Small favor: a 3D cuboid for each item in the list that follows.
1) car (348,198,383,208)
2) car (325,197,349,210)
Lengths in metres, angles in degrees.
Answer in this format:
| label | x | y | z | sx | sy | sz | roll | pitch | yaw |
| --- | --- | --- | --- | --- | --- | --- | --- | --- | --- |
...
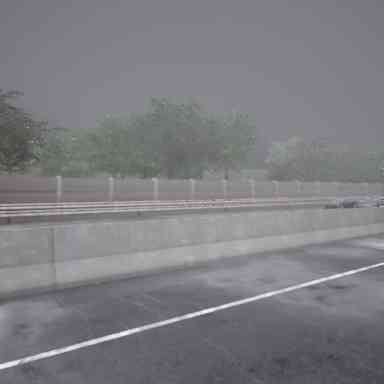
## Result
| label | x | y | z | sx | sy | sz | roll | pitch | yaw |
| --- | --- | --- | --- | --- | --- | --- | --- | --- | --- |
| car | 19.005 | 1.392 | 34.736 | 5.357 | 1.411 | 2.033 | 0 | 0 | -35 |
| car | 17.072 | 1.322 | 37.650 | 5.008 | 1.535 | 1.882 | 0 | 0 | -35 |
